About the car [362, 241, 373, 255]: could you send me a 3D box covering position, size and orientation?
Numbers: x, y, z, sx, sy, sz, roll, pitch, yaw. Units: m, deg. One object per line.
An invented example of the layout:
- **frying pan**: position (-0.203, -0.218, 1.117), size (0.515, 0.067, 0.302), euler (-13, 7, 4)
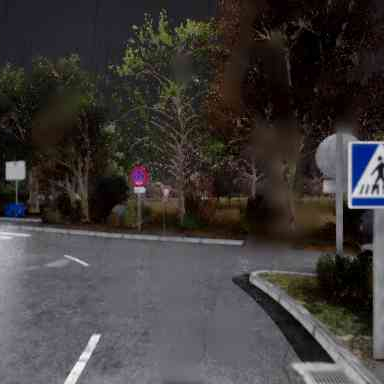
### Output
- **car**: position (6.994, 1.445, 7.959), size (2.033, 1.411, 5.357), euler (0, -1, -40)
